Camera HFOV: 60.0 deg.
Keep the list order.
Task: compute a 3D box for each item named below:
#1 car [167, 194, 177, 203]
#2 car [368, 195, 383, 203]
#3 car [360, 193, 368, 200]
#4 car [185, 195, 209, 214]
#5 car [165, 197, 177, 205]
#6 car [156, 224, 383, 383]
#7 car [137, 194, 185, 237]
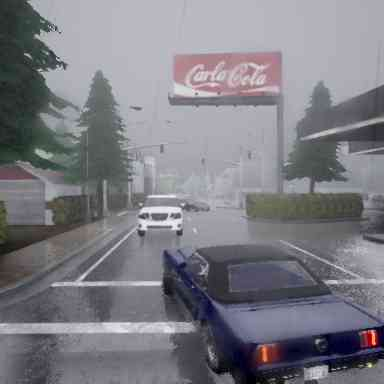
[{"bbox_3d":[-4.144,1.266,69.592,2.097,1.767,4.553,0,0,-3],"label":"car"},{"bbox_3d":[34.715,1.244,60.525,2.007,1.523,4.514,0,0,-3],"label":"car"},{"bbox_3d":[40.100,1.015,79.346,1.932,1.855,4.605,0,0,-3],"label":"car"},{"bbox_3d":[-0.154,1.492,36.735,2.128,1.511,4.902,-2,2,-40],"label":"car"},{"bbox_3d":[-3.563,1.514,56.692,1.895,1.301,4.718,0,0,-3],"label":"car"},{"bbox_3d":[0.755,1.561,5.669,1.895,1.301,4.718,0,2,-15],"label":"car"},{"bbox_3d":[-1.610,1.160,18.032,2.150,2.045,5.566,0,-1,-2],"label":"car"}]
